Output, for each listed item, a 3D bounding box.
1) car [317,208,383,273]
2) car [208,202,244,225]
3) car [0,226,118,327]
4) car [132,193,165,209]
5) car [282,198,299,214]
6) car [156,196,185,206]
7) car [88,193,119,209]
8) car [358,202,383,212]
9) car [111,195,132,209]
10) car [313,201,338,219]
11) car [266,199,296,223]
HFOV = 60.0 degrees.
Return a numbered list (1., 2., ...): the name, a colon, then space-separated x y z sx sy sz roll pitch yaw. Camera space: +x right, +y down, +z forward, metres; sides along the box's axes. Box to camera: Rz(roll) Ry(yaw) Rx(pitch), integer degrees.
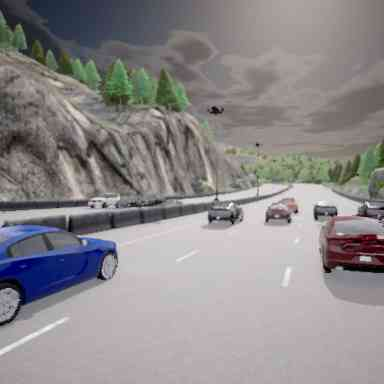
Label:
1. car: 5.105 1.502 10.523 1.882 1.535 5.008 0 0 20
2. car: 2.575 1.512 24.336 2.128 1.511 4.902 0 0 20
3. car: -3.503 1.465 7.192 1.882 1.535 5.008 0 0 20
4. car: -5.288 1.202 44.347 2.150 2.045 5.566 0 0 20
5. car: 10.868 1.412 37.254 2.097 1.767 4.553 0 0 20
6. car: -2.387 1.572 42.093 1.994 1.385 4.181 0 0 20
7. car: -12.025 1.192 46.304 2.150 2.045 5.566 0 0 20
8. car: 14.552 1.563 26.694 2.128 1.511 4.902 0 0 20
9. car: -8.623 1.500 45.423 1.837 1.490 4.892 0 0 20
10. car: 11.830 1.552 29.488 2.128 1.511 4.902 0 0 20
11. car: 6.878 1.565 26.019 1.812 1.442 4.674 0 0 20
